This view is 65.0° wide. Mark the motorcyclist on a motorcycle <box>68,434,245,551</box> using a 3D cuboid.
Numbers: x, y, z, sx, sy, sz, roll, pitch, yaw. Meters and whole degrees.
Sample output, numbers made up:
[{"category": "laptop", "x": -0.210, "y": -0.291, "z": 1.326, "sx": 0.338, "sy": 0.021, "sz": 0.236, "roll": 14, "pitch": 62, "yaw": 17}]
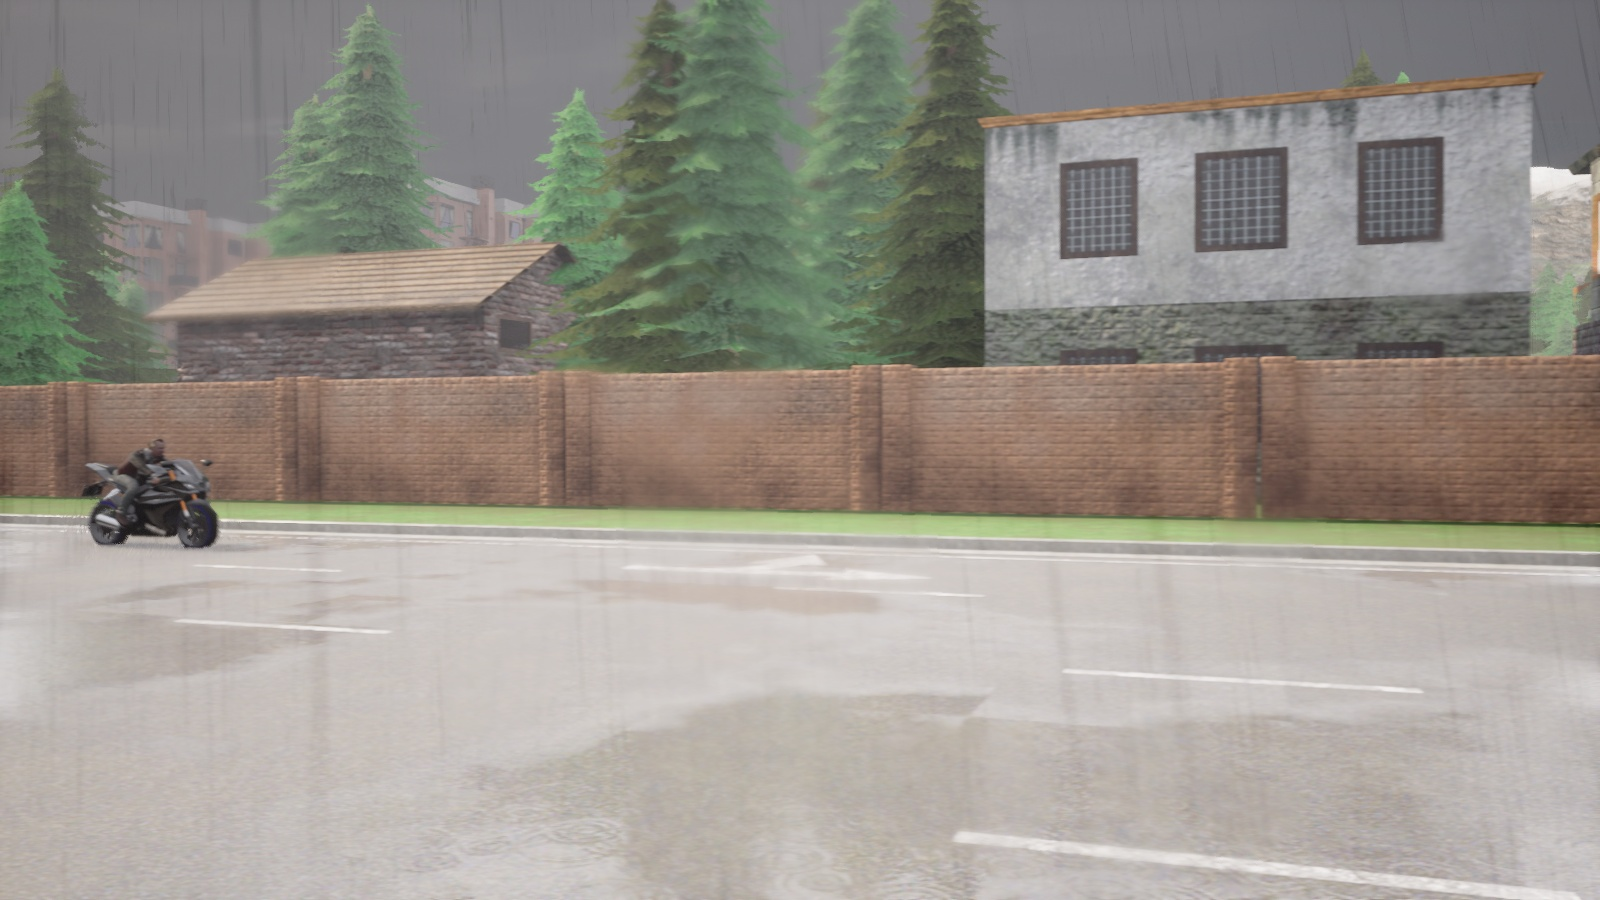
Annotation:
[{"category": "motorcyclist on a motorcycle", "x": -8.829, "y": 0.552, "z": 17.241, "sx": 2.191, "sy": 1.530, "sz": 0.866, "roll": 1, "pitch": 1, "yaw": 19}]
